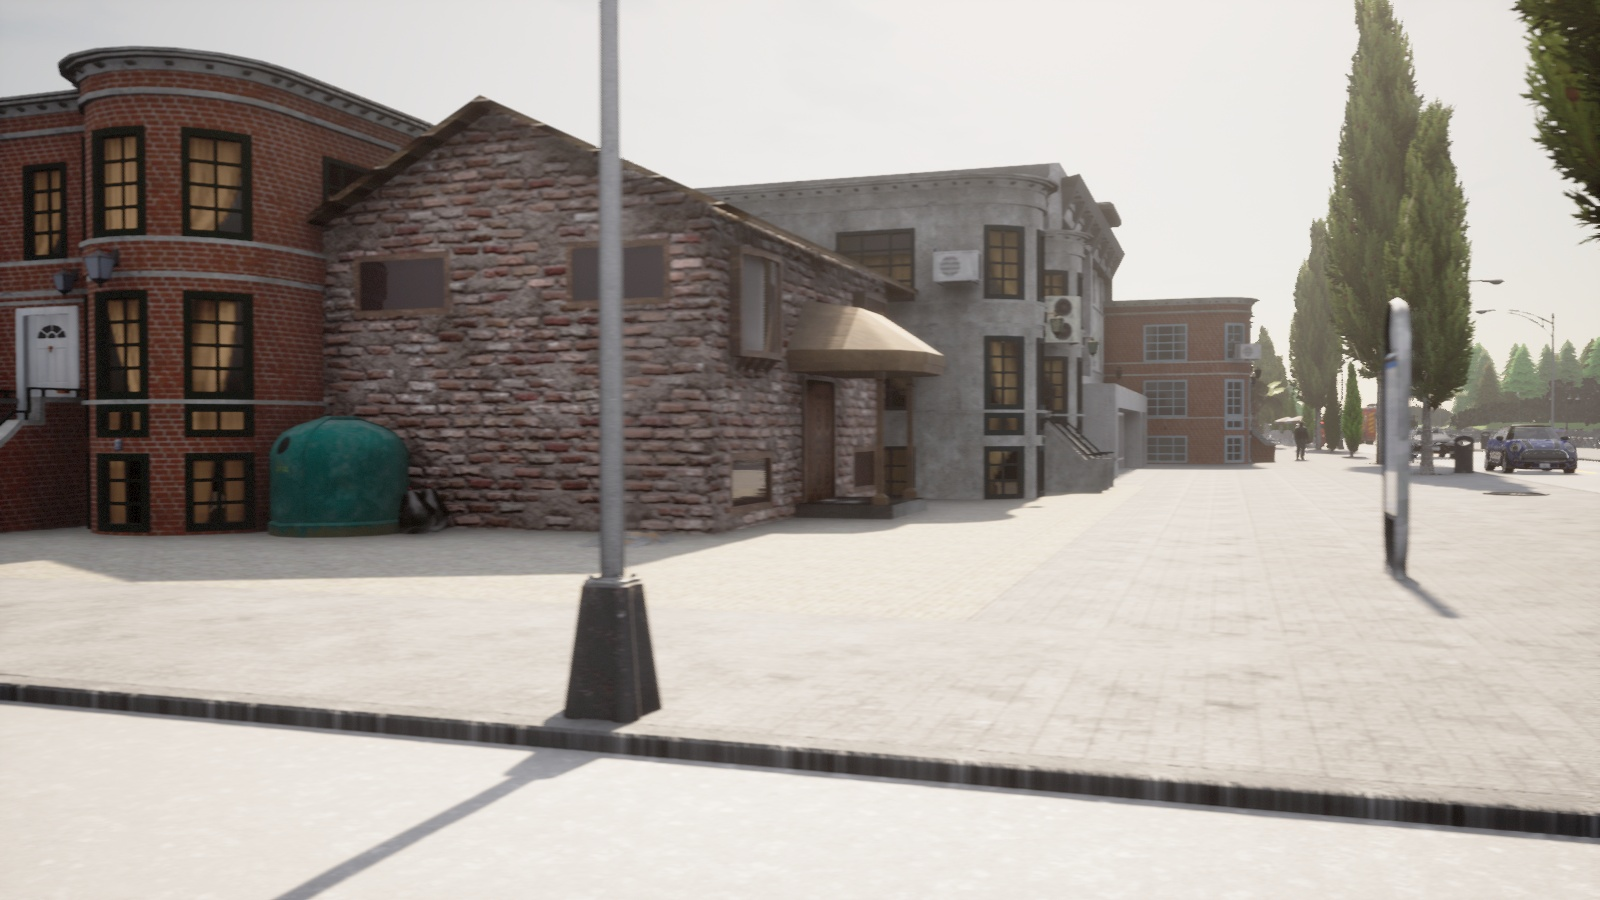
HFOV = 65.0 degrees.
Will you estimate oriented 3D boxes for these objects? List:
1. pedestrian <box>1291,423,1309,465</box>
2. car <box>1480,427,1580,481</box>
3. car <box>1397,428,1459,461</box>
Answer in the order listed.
[{"bbox_3d":[22.681,-0.292,57.003,0.563,1.883,0.849,0,1,8],"label":"pedestrian"},{"bbox_3d":[25.076,0.086,43.290,2.097,1.767,4.553,1,1,19],"label":"car"},{"bbox_3d":[32.334,-0.311,64.801,2.152,1.651,5.027,1,1,19],"label":"car"}]
